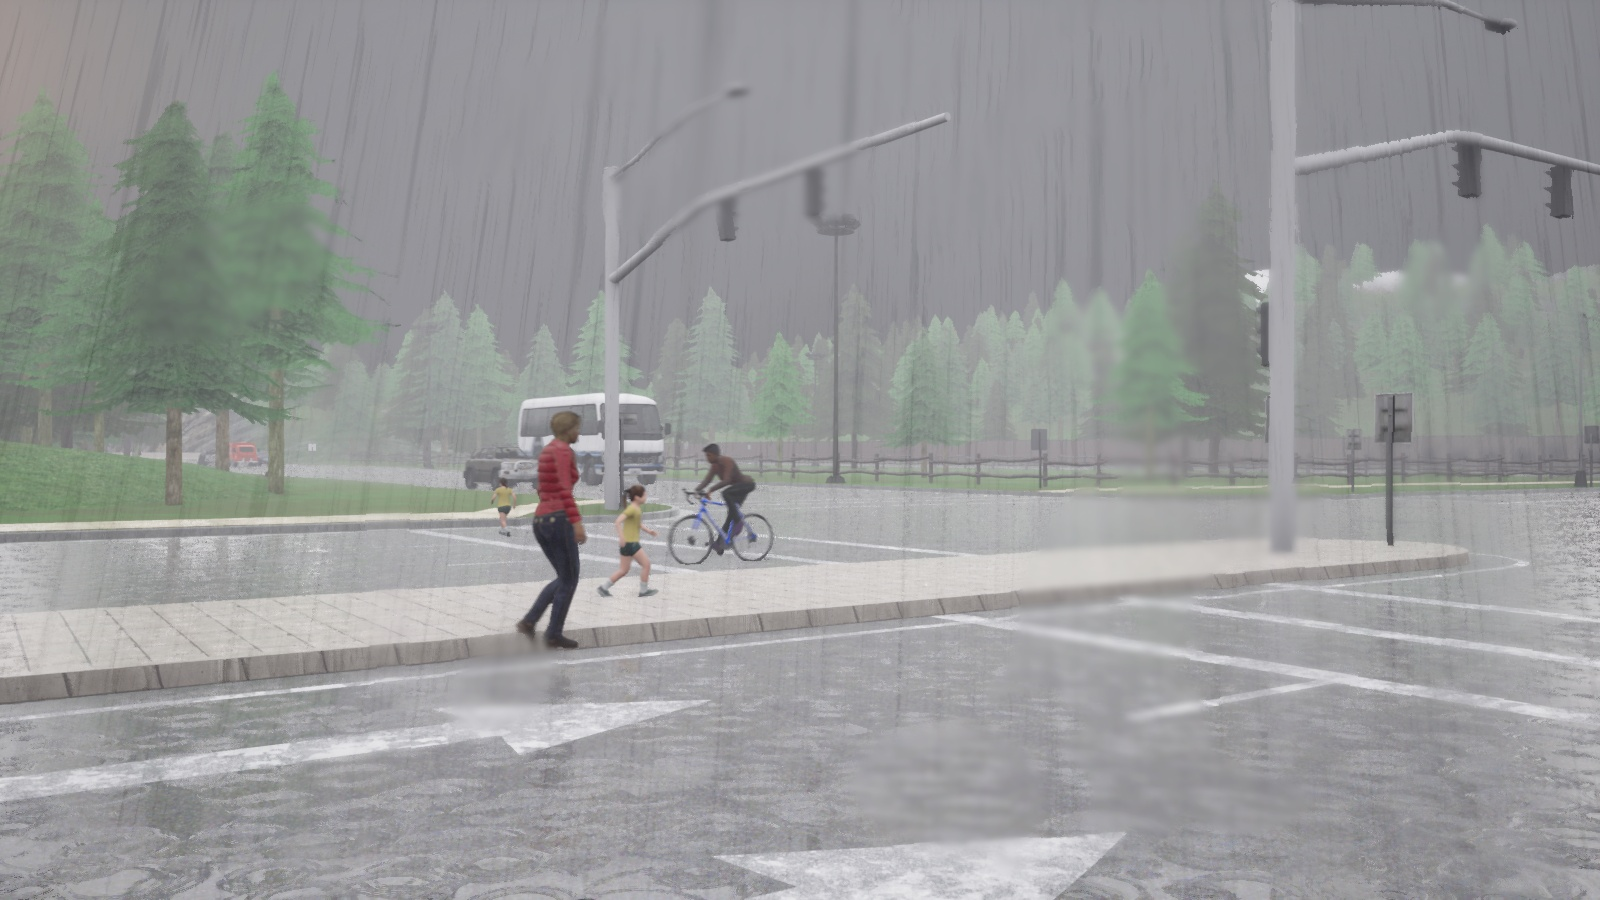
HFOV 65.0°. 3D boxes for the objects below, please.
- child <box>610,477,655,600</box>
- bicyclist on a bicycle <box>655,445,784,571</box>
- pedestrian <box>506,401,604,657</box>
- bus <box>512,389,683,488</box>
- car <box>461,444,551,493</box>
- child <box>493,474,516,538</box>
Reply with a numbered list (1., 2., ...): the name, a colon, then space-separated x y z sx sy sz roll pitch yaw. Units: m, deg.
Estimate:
1. child: -1.548 0.810 11.607 0.394 1.110 0.255 0 0 -12
2. bicyclist on a bicycle: -1.075 0.741 16.903 1.656 1.620 0.582 0 0 -34
3. pedestrian: -1.828 0.567 9.377 0.636 1.846 0.331 0 0 -35
4. bus: -9.779 -0.466 59.320 3.944 4.253 10.273 0 0 -34
5. car: -11.667 0.707 49.683 1.932 1.855 4.605 0 0 -34
6. child: -5.267 0.990 22.395 0.255 1.110 0.394 0 0 -41
